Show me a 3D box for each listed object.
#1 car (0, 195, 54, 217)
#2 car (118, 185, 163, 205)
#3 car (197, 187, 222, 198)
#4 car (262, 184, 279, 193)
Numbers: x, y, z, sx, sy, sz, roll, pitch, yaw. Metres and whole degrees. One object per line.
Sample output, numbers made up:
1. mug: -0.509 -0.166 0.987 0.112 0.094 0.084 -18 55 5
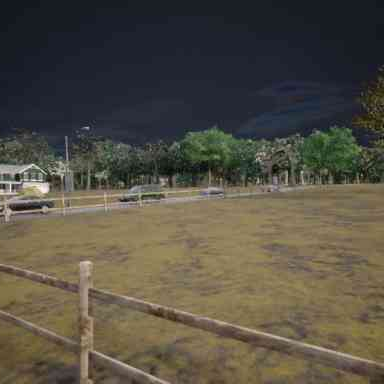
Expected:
1. car: -13.235 1.058 25.812 1.837 1.490 4.892 -3 1 36
2. car: -5.541 0.269 36.582 2.150 2.045 5.566 -3 0 37
3. car: 2.604 0.024 47.966 1.812 1.442 4.674 -3 1 36
4. car: 13.778 -0.651 58.627 1.994 1.385 4.181 -3 1 36
